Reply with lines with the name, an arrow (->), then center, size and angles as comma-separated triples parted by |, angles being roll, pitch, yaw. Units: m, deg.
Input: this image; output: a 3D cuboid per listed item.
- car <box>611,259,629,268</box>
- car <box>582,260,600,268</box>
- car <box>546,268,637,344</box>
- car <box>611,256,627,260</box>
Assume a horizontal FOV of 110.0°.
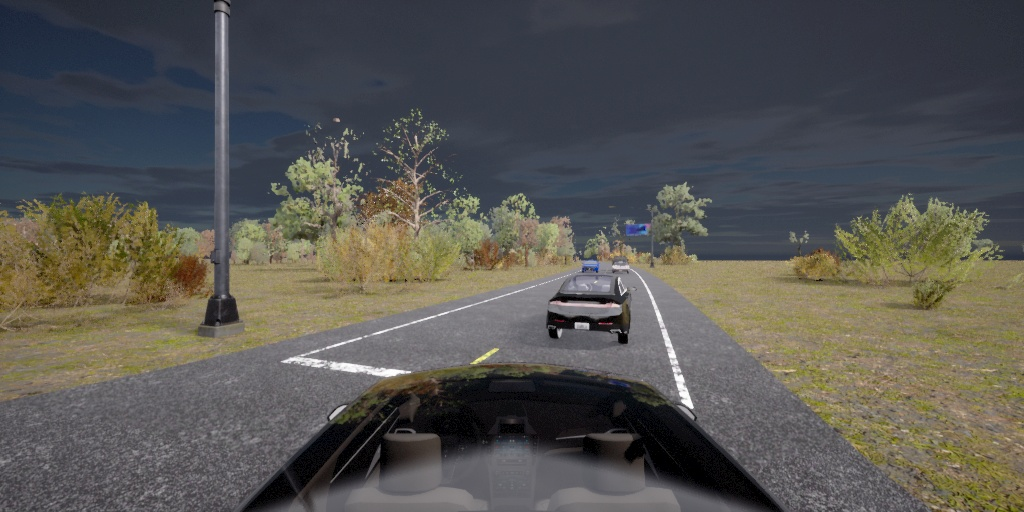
car -> 12.903, 1.365, 42.472 | 1.895, 1.301, 4.718 | 0, 0, 18
car -> 9.776, 1.244, 44.305 | 1.882, 1.535, 5.008 | 0, 0, 16
car -> 2.263, 1.242, 9.741 | 2.128, 1.511, 4.902 | 0, 0, 20
car -> 15.084, 1.002, 50.100 | 2.150, 2.045, 5.566 | 0, 0, 16
